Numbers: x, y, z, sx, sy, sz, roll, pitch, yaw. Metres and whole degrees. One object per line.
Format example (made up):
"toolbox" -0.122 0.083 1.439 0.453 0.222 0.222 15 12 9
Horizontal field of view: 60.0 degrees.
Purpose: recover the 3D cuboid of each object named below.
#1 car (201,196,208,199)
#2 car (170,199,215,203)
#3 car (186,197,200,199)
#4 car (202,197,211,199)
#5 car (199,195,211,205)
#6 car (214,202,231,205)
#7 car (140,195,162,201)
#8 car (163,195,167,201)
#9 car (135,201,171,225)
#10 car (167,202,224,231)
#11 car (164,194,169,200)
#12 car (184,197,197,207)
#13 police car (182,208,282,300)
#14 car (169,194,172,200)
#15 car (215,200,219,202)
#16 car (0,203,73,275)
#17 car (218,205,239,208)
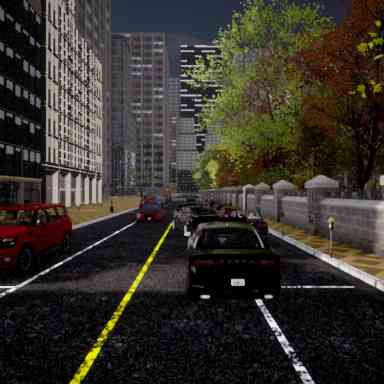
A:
"car" 2.373 1.578 49.404 1.802 1.307 4.206 0 0 0
"car" 0.082 1.506 24.795 1.837 1.490 4.892 0 0 17
"car" -0.150 1.524 43.463 1.812 1.442 4.674 0 0 0
"car" 2.424 1.565 38.305 1.947 1.339 4.313 0 0 0
"car" 2.321 1.431 60.504 1.967 1.590 4.097 0 0 0
"car" 2.502 1.583 21.656 1.802 1.307 4.206 0 0 0
"car" -5.627 1.313 43.917 2.192 1.841 5.009 0 0 0
"car" -5.679 1.575 54.999 1.802 1.307 4.206 0 0 0
"car" -2.824 1.564 24.001 1.994 1.385 4.181 0 0 0
"car" 0.176 1.506 18.203 1.837 1.490 4.892 0 0 -15
"car" -5.704 1.516 60.370 1.752 1.417 4.829 0 0 0
"car" -0.208 1.542 53.446 2.033 1.411 5.357 0 0 0
"police car" 0.820 1.426 8.580 1.930 1.638 5.238 0 0 0
"car" -5.637 1.298 77.162 2.192 1.841 5.009 0 0 0
"car" 2.476 1.566 27.205 1.947 1.339 4.313 0 0 0
"car" -5.474 1.316 10.669 2.192 1.841 5.009 0 0 0
"car" 2.528 1.552 16.106 2.008 1.369 4.403 0 0 0
